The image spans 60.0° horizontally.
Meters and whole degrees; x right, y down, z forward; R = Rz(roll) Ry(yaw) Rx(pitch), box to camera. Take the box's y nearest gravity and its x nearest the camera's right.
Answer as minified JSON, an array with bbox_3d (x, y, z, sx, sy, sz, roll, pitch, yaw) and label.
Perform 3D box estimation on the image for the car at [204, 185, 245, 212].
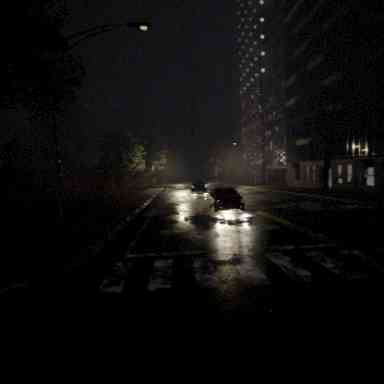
[{"bbox_3d":[2.201,0.411,22.267,1.882,1.535,5.008,-2,3,-3],"label":"car"}]

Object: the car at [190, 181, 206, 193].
[{"bbox_3d":[0.868,-0.832,47.662,2.097,1.767,4.553,-2,2,-3],"label":"car"}]
